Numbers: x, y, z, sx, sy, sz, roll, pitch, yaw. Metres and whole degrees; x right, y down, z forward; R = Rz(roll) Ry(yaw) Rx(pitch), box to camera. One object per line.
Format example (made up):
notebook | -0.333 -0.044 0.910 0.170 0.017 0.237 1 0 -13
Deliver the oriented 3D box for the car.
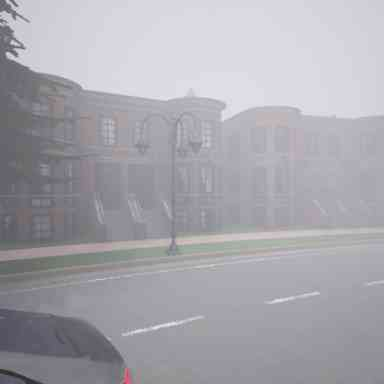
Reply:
car | -2.444 1.565 2.022 4.181 1.385 1.994 0 0 -35
